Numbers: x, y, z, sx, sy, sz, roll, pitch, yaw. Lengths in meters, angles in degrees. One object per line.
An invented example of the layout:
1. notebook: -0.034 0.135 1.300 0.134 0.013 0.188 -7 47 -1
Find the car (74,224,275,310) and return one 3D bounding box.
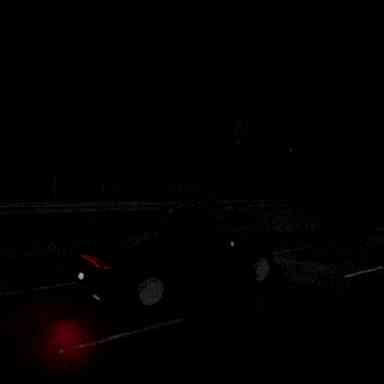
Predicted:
1. car: -0.150 1.495 7.928 5.008 1.535 1.882 0 0 -35

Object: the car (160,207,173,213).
1. car: -0.589 1.591 29.316 4.674 1.442 1.812 0 0 -35

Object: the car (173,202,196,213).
1. car: 1.238 1.568 26.320 4.892 1.490 1.837 0 0 -35

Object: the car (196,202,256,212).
1. car: 2.856 1.587 23.178 4.674 1.442 1.812 0 0 -35
